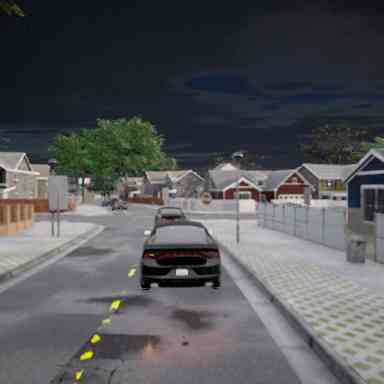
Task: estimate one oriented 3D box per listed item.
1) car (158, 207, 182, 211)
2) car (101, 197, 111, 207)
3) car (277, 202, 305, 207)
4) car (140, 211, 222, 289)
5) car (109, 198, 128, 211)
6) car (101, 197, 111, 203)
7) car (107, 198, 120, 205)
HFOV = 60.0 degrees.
[{"bbox_3d":[-1.350,1.655,19.913,1.837,1.490,4.892,0,0,-7],"label":"car"},{"bbox_3d":[-15.771,2.078,62.416,2.033,1.411,5.357,0,0,-22],"label":"car"},{"bbox_3d":[10.095,1.874,36.867,5.008,1.535,1.882,1,1,-18],"label":"car"},{"bbox_3d":[-0.358,1.546,9.437,1.882,1.535,5.008,0,0,-3],"label":"car"},{"bbox_3d":[-10.231,1.958,46.909,1.994,1.385,4.181,0,0,-17],"label":"car"},{"bbox_3d":[-21.383,2.043,82.230,1.812,1.442,4.674,0,0,-22],"label":"car"},{"bbox_3d":[-17.259,2.067,72.700,1.882,1.535,5.008,0,0,-24],"label":"car"}]
